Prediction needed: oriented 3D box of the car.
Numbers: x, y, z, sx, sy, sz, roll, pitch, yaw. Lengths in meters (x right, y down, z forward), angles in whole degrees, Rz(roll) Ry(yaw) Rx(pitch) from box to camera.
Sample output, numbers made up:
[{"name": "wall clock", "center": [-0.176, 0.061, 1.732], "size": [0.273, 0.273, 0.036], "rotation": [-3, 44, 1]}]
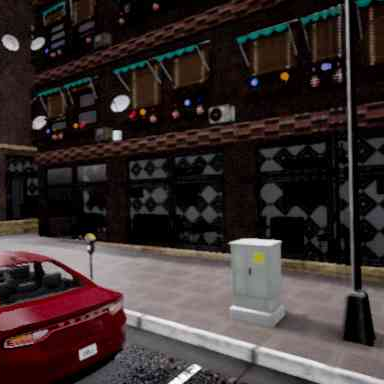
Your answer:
[{"name": "car", "center": [-2.934, 1.512, 4.694], "size": [4.507, 1.381, 1.887], "rotation": [0, -1, 34]}]
